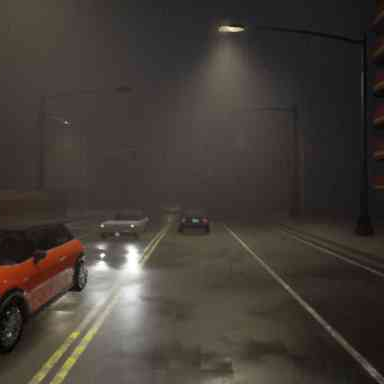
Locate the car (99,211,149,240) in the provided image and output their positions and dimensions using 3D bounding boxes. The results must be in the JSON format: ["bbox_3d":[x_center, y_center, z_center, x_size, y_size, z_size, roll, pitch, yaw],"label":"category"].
[{"bbox_3d":[-3.529,1.710,17.953,1.895,1.301,4.718,0,0,1],"label":"car"}]

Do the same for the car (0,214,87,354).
[{"bbox_3d":[-3.586,1.390,6.141,2.097,1.767,4.553,0,0,0],"label":"car"}]

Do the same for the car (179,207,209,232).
[{"bbox_3d":[0.129,1.677,21.155,2.033,1.411,5.357,0,0,0],"label":"car"}]
